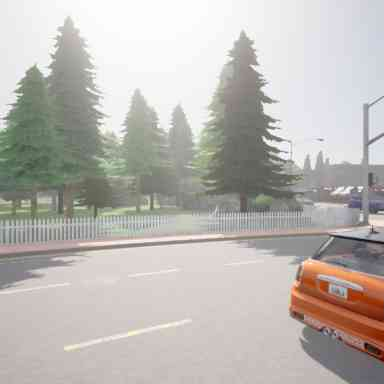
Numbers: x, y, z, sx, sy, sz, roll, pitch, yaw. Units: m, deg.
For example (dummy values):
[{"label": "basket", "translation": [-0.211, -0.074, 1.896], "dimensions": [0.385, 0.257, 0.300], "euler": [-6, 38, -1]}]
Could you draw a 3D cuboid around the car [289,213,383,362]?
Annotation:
[{"label": "car", "translation": [3.877, 1.352, 5.417], "dimensions": [4.553, 1.767, 2.097], "euler": [0, 0, -26]}]

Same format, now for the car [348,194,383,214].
[{"label": "car", "translation": [18.960, 1.281, 35.328], "dimensions": [2.150, 2.045, 5.566], "euler": [0, -1, -8]}]

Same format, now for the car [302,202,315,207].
[{"label": "car", "translation": [16.914, 1.581, 50.507], "dimensions": [1.812, 1.442, 4.674], "euler": [0, 0, -8]}]
